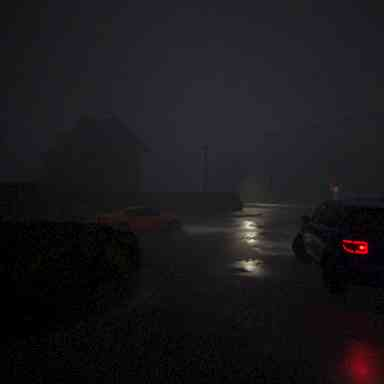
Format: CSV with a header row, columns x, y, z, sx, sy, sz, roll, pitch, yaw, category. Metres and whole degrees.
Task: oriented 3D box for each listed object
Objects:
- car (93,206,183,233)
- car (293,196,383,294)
x,y,z,sx,sy,sz,roll,pitch,yaw,category
-2.848,1.520,18.341,5.008,1.535,1.882,0,0,-34,car
4.326,1.254,8.862,2.150,2.045,5.566,0,0,8,car
